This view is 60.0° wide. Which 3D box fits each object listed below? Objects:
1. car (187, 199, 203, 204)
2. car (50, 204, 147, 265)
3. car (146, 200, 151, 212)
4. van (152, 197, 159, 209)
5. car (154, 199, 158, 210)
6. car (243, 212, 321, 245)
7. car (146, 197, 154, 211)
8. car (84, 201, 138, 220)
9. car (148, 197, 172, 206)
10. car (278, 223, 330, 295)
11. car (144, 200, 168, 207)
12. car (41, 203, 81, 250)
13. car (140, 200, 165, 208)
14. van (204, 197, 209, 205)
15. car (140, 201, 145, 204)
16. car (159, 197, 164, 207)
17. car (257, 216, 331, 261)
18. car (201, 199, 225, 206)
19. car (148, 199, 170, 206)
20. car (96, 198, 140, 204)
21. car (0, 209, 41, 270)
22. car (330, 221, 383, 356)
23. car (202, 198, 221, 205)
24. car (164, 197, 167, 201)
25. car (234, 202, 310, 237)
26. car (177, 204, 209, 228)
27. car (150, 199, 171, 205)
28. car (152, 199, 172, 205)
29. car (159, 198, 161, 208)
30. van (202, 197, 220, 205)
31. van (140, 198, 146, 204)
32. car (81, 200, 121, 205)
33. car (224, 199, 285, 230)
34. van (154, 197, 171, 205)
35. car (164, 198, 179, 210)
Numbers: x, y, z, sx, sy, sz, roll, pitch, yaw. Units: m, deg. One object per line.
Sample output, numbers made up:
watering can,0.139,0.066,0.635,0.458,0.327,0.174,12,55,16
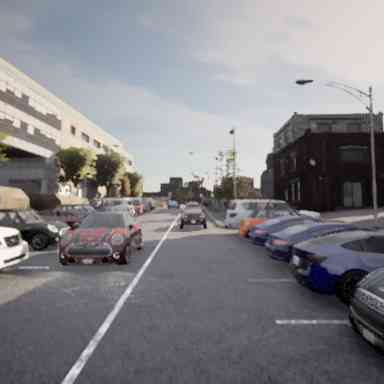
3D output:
car,0.105,1.979,41.776,1.882,1.535,5.008,0,-1,0
car,-3.098,1.499,12.160,2.097,1.767,4.553,0,-1,0
car,-7.643,1.999,39.952,4.674,1.452,2.002,0,-1,0
van,-7.528,1.833,48.335,4.442,1.987,1.878,0,-1,0
car,-7.640,2.024,45.414,5.008,1.535,2.097,0,-1,0
car,4.679,1.685,13.595,4.674,1.452,2.002,0,-1,0
car,-7.676,1.867,42.746,4.553,1.767,2.185,0,-1,0
car,-7.615,1.733,31.574,4.553,1.767,2.185,0,-1,0
car,-7.613,2.175,79.063,5.566,2.045,2.435,0,-1,0
car,4.710,1.602,7.594,4.792,1.488,2.163,0,-1,0
car,-7.672,2.356,70.680,4.792,1.488,2.163,0,-1,0
car,-7.680,1.531,14.688,4.553,1.767,2.185,0,-1,0
car,-7.671,2.289,65.092,4.792,1.488,2.163,0,-1,0
van,4.803,1.971,59.787,4.442,1.987,1.878,0,-1,0
car,-7.674,1.922,34.363,4.792,1.488,2.163,0,-1,0
car,-7.612,2.034,56.712,4.553,1.767,2.185,0,-1,0
car,4.678,1.648,10.533,4.674,1.452,2.002,0,-1,0
car,4.874,2.393,76.404,5.366,1.575,1.946,0,-1,0
car,-7.613,2.423,76.266,4.792,1.488,2.163,0,-1,0
car,-7.674,1.574,28.780,5.566,2.045,2.435,0,-1,0
car,-7.621,1.340,9.227,5.566,2.045,2.435,0,-1,0
car,4.712,1.412,4.658,4.553,1.767,2.185,0,-1,0
car,4.657,2.305,79.324,4.553,1.767,2.185,0,-1,0
car,-7.829,2.223,62.300,5.366,1.575,1.946,0,-1,0
car,4.650,1.554,16.535,4.553,1.767,2.185,0,-1,0
car,0.106,1.818,24.317,1.812,1.442,4.674,0,-1,0
car,-7.640,2.463,81.794,5.008,1.535,2.097,0,-1,0
car,-7.670,2.547,84.625,4.792,1.488,2.163,0,-1,0
car,-7.650,2.094,51.125,4.892,1.521,2.231,0,-1,0
van,4.806,2.299,84.891,4.442,1.987,1.878,0,-1,0
van,-7.763,1.700,37.162,4.442,1.987,1.878,0,-1,0
car,-7.679,1.633,23.193,4.553,1.767,2.185,0,-1,0
car,4.711,1.462,19.350,5.566,2.045,2.435,0,-1,0
van,-7.757,2.368,87.417,4.442,1.987,1.878,0,-1,0
car,-3.051,2.186,55.081,1.812,1.442,4.674,0,-1,0
